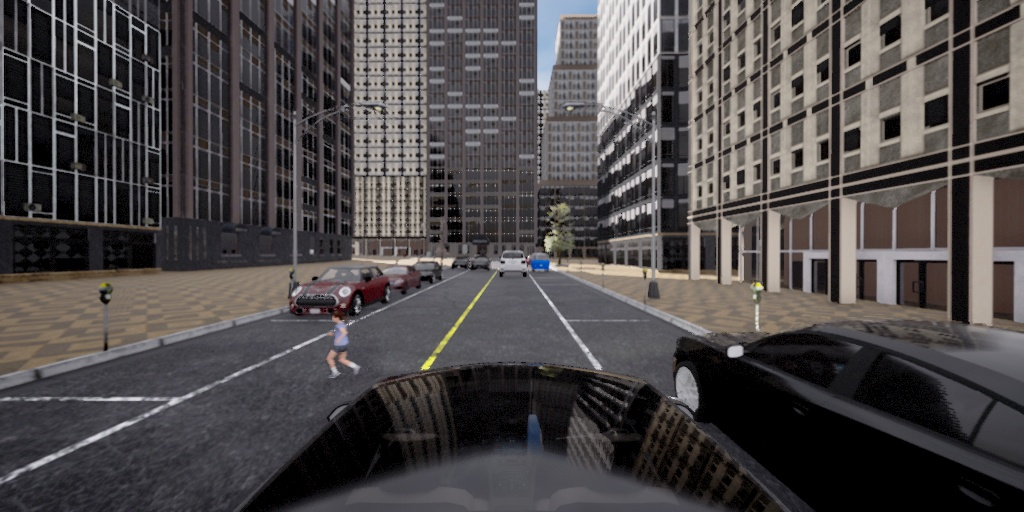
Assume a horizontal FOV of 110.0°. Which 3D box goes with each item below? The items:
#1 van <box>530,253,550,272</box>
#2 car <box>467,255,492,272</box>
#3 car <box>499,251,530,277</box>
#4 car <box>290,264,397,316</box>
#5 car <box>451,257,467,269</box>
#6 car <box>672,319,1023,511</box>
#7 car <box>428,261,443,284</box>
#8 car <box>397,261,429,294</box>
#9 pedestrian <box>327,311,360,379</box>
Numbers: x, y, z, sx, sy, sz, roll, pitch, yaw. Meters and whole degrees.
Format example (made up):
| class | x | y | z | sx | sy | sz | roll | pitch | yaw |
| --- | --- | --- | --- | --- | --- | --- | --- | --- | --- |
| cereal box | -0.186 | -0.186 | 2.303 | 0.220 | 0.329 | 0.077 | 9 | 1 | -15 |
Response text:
| class | x | y | z | sx | sy | sz | roll | pitch | yaw |
| --- | --- | --- | --- | --- | --- | --- | --- | --- | --- |
| van | 2.691 | 0.617 | 34.905 | 1.690 | 1.789 | 3.998 | 0 | 0 | 0 |
| car | -3.094 | 0.763 | 36.208 | 1.837 | 1.490 | 4.892 | 0 | 1 | 0 |
| car | 0.089 | 0.576 | 29.540 | 2.150 | 2.045 | 5.566 | 0 | 1 | 0 |
| car | -5.690 | 1.038 | 12.343 | 1.967 | 1.591 | 4.097 | 0 | 0 | 0 |
| car | -5.691 | 0.761 | 40.553 | 1.948 | 1.339 | 4.313 | 0 | 0 | 0 |
| car | 3.000 | 1.215 | 2.665 | 1.882 | 1.535 | 5.008 | 0 | 1 | 0 |
| car | -5.690 | 1.003 | 23.627 | 1.948 | 1.339 | 4.313 | 0 | 0 | 0 |
| car | -5.689 | 1.100 | 17.985 | 1.802 | 1.307 | 4.207 | 0 | 0 | 0 |
| pedestrian | -2.672 | 1.367 | 5.678 | 0.500 | 1.100 | 0.500 | 1 | 0 | 0 |
